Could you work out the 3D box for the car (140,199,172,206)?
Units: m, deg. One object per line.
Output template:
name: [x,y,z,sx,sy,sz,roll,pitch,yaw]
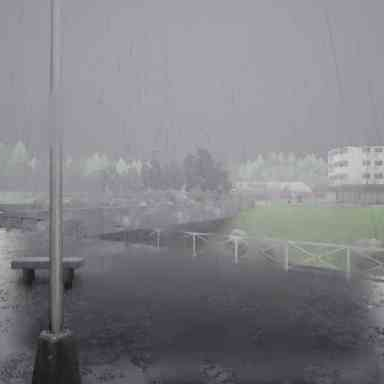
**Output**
car: [-4.584,1.601,43.738,1.895,1.301,4.718,0,0,36]
